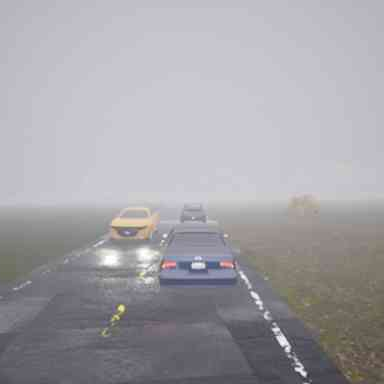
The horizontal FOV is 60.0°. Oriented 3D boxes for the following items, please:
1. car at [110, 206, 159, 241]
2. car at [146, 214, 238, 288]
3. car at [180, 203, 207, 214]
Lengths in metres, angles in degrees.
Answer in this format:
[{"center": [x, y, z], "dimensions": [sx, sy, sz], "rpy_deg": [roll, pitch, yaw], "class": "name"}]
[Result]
[{"center": [-2.827, 1.528, 17.063], "dimensions": [1.882, 1.535, 5.008], "rpy_deg": [1, 0, 0], "class": "car"}, {"center": [0.113, 1.580, 9.403], "dimensions": [2.033, 1.411, 5.357], "rpy_deg": [0, 0, 0], "class": "car"}, {"center": [0.106, 1.581, 25.186], "dimensions": [2.128, 1.511, 4.902], "rpy_deg": [0, 0, 0], "class": "car"}]
